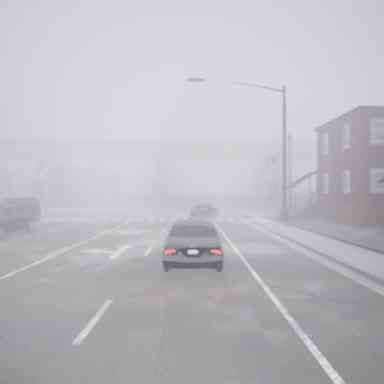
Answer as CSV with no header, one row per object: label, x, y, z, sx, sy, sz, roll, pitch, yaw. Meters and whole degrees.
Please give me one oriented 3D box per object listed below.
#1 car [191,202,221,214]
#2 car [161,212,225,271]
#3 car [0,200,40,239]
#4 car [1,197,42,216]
car,1.393,1.768,32.673,2.128,1.511,4.902,-1,0,20
car,0.029,1.643,11.233,2.033,1.411,5.357,0,0,0
car,-10.528,1.498,18.084,2.097,1.767,4.553,0,0,0
car,-13.946,1.435,26.230,2.150,2.045,5.566,0,0,0
